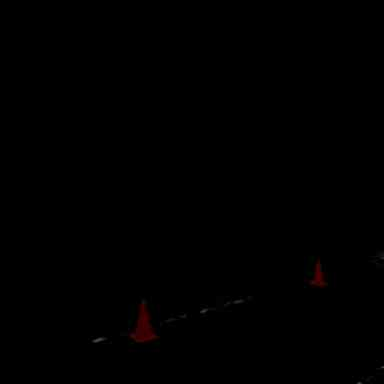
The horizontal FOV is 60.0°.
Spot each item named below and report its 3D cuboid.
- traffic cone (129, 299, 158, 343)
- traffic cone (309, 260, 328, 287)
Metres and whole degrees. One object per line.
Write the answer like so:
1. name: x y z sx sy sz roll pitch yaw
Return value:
1. traffic cone: -0.752 1.970 5.196 0.340 0.580 0.340 0 0 -37
2. traffic cone: 3.130 1.977 8.202 0.340 0.580 0.340 0 0 -39
